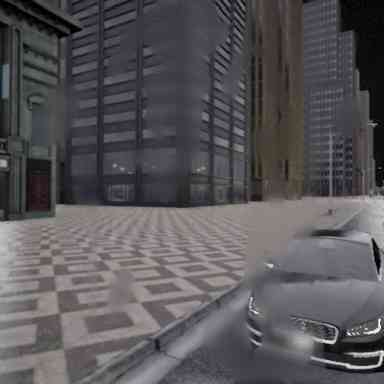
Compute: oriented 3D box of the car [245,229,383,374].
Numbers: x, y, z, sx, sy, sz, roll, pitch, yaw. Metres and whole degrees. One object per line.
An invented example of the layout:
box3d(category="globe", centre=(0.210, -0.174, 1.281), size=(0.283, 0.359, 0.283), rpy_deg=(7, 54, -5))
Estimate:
box3d(category="car", centre=(2.498, 1.507, 5.989), size=(1.837, 1.490, 4.892), rpy_deg=(0, 0, 30))
